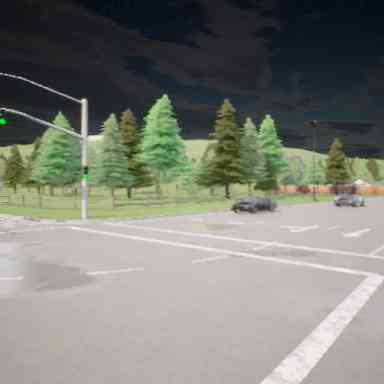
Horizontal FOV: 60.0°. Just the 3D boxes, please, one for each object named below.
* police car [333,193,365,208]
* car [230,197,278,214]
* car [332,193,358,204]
[{"bbox_3d":[17.482,0.943,36.803,2.038,1.542,4.974,1,1,42],"label":"police car"},{"bbox_3d":[5.521,1.113,28.982,2.033,1.411,5.357,1,1,42],"label":"car"},{"bbox_3d":[21.351,0.894,46.391,1.895,1.301,4.718,1,1,42],"label":"car"}]
